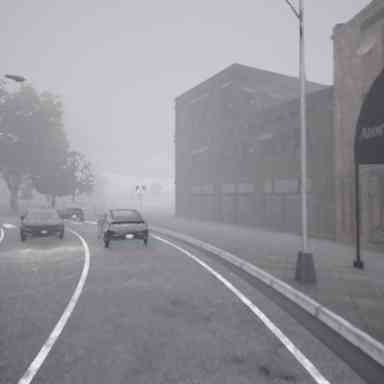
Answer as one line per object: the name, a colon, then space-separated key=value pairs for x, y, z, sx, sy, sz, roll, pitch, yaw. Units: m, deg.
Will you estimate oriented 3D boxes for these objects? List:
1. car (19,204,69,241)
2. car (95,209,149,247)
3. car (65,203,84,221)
car: x=-7.765 y=1.541 z=17.215 sx=1.882 sy=1.535 sz=5.008 roll=0 pitch=0 yaw=-26
car: x=-3.245 y=1.513 z=15.154 sx=2.128 sy=1.511 sz=4.902 roll=0 pitch=0 yaw=-20
car: x=-10.495 y=1.724 z=28.309 sx=1.837 sy=1.490 sz=4.892 roll=0 pitch=-1 yaw=-30
